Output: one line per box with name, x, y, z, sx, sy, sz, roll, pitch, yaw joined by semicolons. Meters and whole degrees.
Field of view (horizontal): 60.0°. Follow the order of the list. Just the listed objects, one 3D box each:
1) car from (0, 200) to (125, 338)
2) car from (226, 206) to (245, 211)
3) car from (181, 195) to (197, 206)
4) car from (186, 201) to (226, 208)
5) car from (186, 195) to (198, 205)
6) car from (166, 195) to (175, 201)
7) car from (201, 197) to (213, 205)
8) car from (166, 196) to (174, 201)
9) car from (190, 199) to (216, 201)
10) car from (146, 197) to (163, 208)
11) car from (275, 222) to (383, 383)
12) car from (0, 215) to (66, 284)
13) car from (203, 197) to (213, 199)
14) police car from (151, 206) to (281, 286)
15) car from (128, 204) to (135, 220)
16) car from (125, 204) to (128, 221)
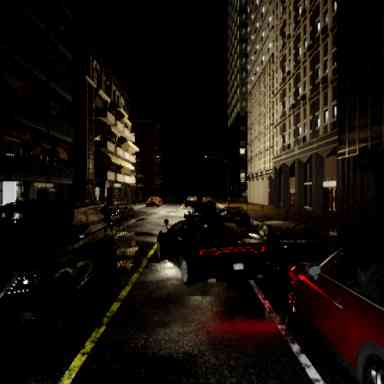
car;-3.106;1.224;6.975;2.150;2.045;5.566;0;0;0
car;2.669;1.577;21.541;1.947;1.339;4.313;0;0;0
car;-0.022;1.528;48.149;2.128;1.511;4.902;0;0;0
car;0.762;1.515;19.772;1.837;1.490;4.892;0;0;1
car;-0.059;1.404;61.600;2.097;1.767;4.553;0;0;0
car;-5.777;1.642;89.315;2.008;1.369;4.403;0;0;0
car;2.630;1.602;61.081;2.008;1.369;4.403;0;0;0
car;-5.773;1.633;83.667;2.008;1.369;4.403;0;0;0
car;0.876;1.541;25.753;1.812;1.442;4.674;0;0;0
car;-5.739;1.478;49.776;1.967;1.590;4.097;0;0;0
car;2.686;1.442;4.595;1.967;1.590;4.097;0;0;0
car;-5.701;1.555;10.236;2.008;1.369;4.403;0;0;0
car;2.641;1.583;49.783;1.887;1.381;4.507;0;0;0
police car;0.238;1.429;9.739;1.930;1.638;5.238;0;0;-18
car;-5.717;1.541;27.012;1.752;1.417;4.829;0;0;0
car;-5.712;1.577;21.533;1.947;1.339;4.313;0;0;0
